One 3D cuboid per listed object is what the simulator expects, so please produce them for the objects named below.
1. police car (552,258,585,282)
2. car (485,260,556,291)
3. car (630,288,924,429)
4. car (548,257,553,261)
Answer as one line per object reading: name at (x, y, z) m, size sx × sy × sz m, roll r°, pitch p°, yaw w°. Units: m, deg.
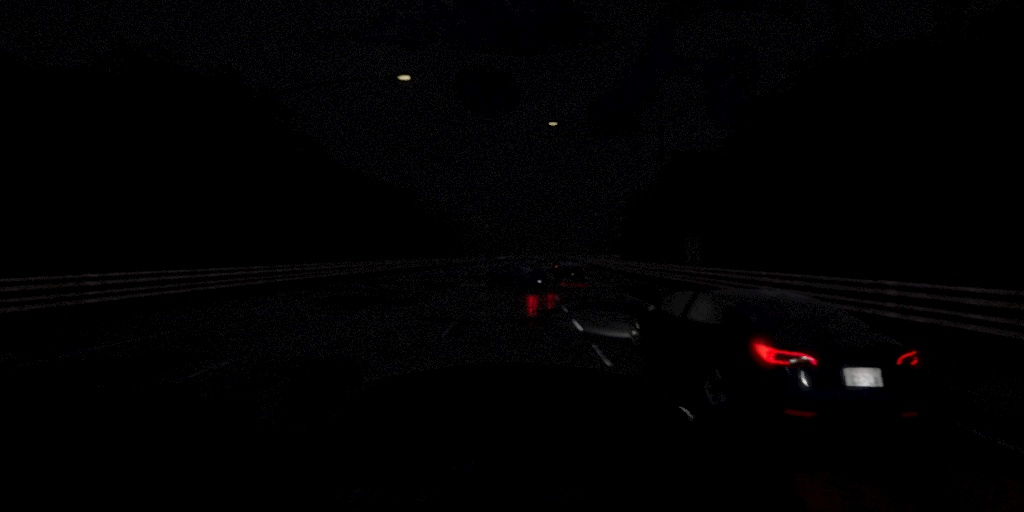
police car at (4.350, 1.017, 27.312) m, size 1.930 × 1.638 × 5.238 m, roll 0°, pitch 0°, yaw 4°
car at (0.170, 1.147, 21.022) m, size 1.812 × 1.442 × 4.674 m, roll -1°, pitch 1°, yaw -35°
car at (3.518, 1.234, 5.901) m, size 2.163 × 1.488 × 4.792 m, roll 0°, pitch 0°, yaw 1°
car at (5.179, 1.076, 37.844) m, size 2.033 × 1.411 × 5.357 m, roll 0°, pitch 0°, yaw 5°
